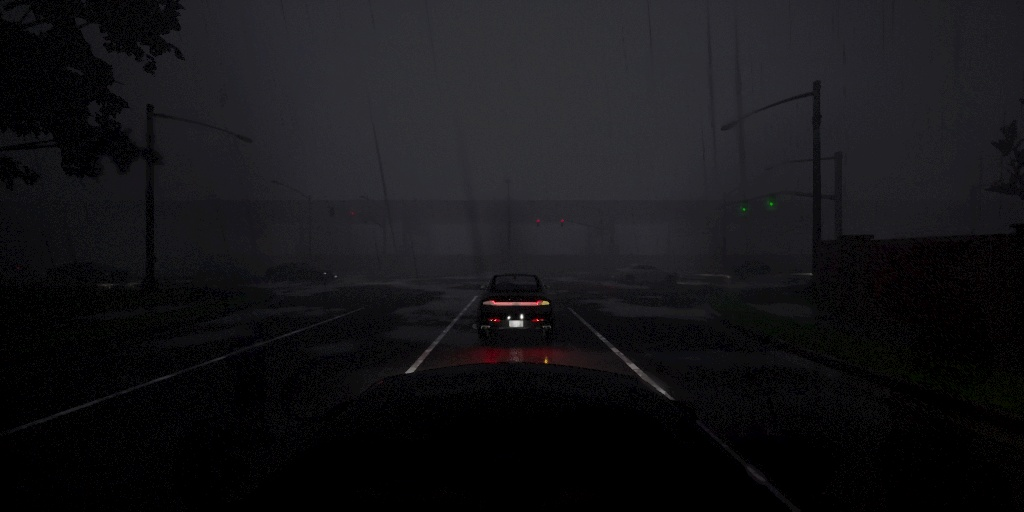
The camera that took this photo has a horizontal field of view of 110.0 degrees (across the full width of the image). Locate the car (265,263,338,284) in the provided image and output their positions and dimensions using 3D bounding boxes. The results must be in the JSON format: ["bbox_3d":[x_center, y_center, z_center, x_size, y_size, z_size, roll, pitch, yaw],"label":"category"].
[{"bbox_3d":[-15.410,1.241,26.385,4.902,1.511,2.128,0,0,2],"label":"car"}]

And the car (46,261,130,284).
[{"bbox_3d":[-31.592,1.227,26.844,5.008,1.535,1.882,0,0,2],"label":"car"}]

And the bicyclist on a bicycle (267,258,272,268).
[{"bbox_3d":[-31.608,1.050,46.765,0.582,1.620,1.656,0,0,-33],"label":"bicyclist on a bicycle"}]

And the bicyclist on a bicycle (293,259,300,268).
[{"bbox_3d":[-27.055,1.203,44.677,0.582,1.620,1.656,0,0,14],"label":"bicyclist on a bicycle"}]

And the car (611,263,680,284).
[{"bbox_3d":[9.526,1.242,25.718,4.674,1.442,1.812,0,0,2],"label":"car"}]

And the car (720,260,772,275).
[{"bbox_3d":[23.495,1.140,36.052,4.674,1.442,1.812,-1,0,2],"label":"car"}]

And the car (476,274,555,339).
[{"bbox_3d":[0.094,1.242,10.117,2.128,1.511,4.902,0,0,0],"label":"car"}]
